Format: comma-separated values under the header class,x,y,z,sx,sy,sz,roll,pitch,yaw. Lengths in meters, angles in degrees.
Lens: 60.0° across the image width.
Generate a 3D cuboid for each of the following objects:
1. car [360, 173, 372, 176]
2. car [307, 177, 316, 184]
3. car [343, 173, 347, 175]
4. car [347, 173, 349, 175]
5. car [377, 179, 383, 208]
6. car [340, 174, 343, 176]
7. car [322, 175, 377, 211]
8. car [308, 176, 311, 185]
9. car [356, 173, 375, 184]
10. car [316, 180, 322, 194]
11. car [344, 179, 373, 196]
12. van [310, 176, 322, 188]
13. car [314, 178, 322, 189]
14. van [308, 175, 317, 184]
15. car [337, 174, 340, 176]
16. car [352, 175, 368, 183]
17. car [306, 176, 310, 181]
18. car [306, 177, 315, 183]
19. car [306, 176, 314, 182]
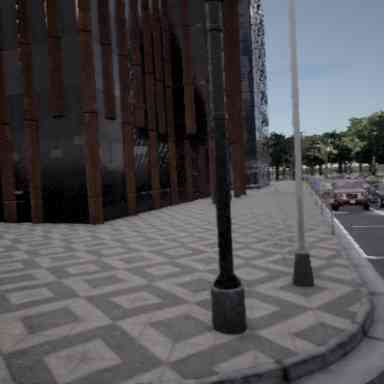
class,x,y,z,sx,sy,sz,roll,pitch,yaw
car,29.637,-2.007,55.100,1.752,1.417,4.829,-2,2,18
car,28.039,-2.791,78.076,1.752,1.417,4.829,-2,2,18
car,36.201,-3.106,75.628,1.887,1.381,4.507,-2,2,18
car,34.598,-2.853,70.617,1.752,1.417,4.829,-2,2,18
car,12.790,0.132,21.540,1.837,1.490,4.892,-2,2,18
car,37.849,-3.491,80.797,1.967,1.590,4.097,-2,2,18
car,9.891,0.102,21.334,2.192,1.841,5.009,-2,2,18
car,19.824,-1.364,52.377,2.008,1.369,4.403,-2,2,18
car,31.228,-2.490,60.102,2.192,1.841,5.009,-2,2,18
car,13.212,-0.200,31.689,1.802,1.307,4.206,-2,2,18
car,16.596,-0.519,33.395,1.837,1.490,4.892,-2,2,18
van,18.160,-1.291,47.197,1.690,1.788,3.998,-2,2,18
car,14.811,-0.531,36.697,1.752,1.417,4.829,-2,2,18
van,26.427,-2.702,73.059,1.690,1.788,3.998,-2,2,18
car,39.496,-3.897,85.965,2.192,1.841,5.009,-2,2,18
car,32.894,-2.537,65.283,2.008,1.369,4.403,-2,2,18
car,24.786,-2.197,67.894,1.947,1.339,4.313,-2,2,18
car,29.746,-3.040,83.412,1.947,1.339,4.313,-2,2,18
car,31.346,-3.352,88.421,1.752,1.417,4.829,-2,2,18
